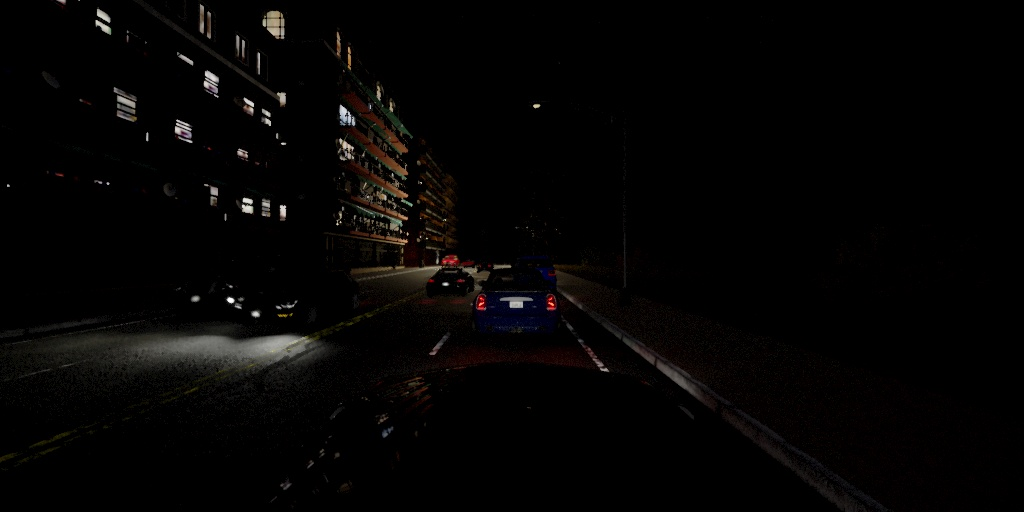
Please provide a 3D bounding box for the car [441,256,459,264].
[{"bbox_3d":[-9.832,0.973,57.574,2.150,2.045,5.566,0,0,0],"label":"car"}]

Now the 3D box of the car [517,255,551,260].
[{"bbox_3d":[1.137,0.977,19.697,2.150,2.045,5.566,0,0,0],"label":"car"}]

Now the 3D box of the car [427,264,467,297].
[{"bbox_3d":[-3.151,1.316,19.000,1.994,1.385,4.181,0,0,0],"label":"car"}]

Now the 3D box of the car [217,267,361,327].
[{"bbox_3d":[-6.603,1.256,11.670,1.837,1.490,4.892,0,0,0],"label":"car"}]

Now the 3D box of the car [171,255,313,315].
[{"bbox_3d":[-9.849,0.973,13.920,2.150,2.045,5.566,0,0,0],"label":"car"}]

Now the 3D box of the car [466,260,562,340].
[{"bbox_3d":[0.098,1.103,10.122,2.097,1.767,4.553,0,0,0],"label":"car"}]

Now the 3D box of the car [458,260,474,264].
[{"bbox_3d":[-6.588,1.276,54.726,1.812,1.442,4.674,0,0,0],"label":"car"}]

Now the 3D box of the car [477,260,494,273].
[{"bbox_3d":[-3.148,1.277,43.430,1.812,1.442,4.674,0,0,0],"label":"car"}]
